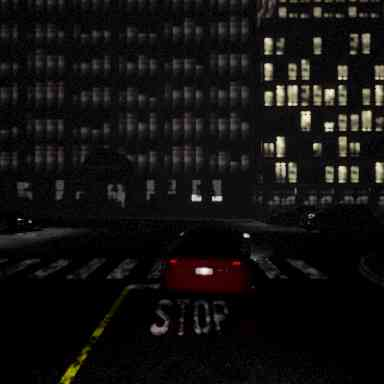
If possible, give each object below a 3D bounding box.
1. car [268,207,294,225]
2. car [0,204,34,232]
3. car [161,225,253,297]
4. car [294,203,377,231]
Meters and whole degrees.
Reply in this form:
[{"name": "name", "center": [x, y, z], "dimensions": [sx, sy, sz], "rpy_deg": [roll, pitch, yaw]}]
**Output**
[{"name": "car", "center": [8.111, 1.705, 24.907], "dimensions": [4.674, 1.442, 1.812], "rpy_deg": [1, -1, 1]}, {"name": "car", "center": [-11.355, 1.329, 18.449], "dimensions": [4.892, 1.490, 1.837], "rpy_deg": [2, 0, 1]}, {"name": "car", "center": [0.549, 1.555, 8.658], "dimensions": [1.994, 1.385, 4.181], "rpy_deg": [0, 0, 9]}, {"name": "car", "center": [9.382, 1.522, 21.644], "dimensions": [4.553, 1.767, 2.097], "rpy_deg": [1, -1, 1]}]
